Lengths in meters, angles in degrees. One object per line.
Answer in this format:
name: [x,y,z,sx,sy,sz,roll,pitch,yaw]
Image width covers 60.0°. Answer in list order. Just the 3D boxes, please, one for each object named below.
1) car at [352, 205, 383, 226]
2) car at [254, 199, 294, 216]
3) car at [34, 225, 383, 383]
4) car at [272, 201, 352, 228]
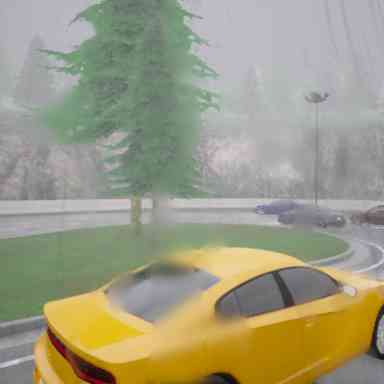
car: [12.067,1.498,20.559,1.812,1.442,4.674,1,0,-20]
car: [8.069,1.424,29.842,5.008,1.535,1.882,0,-1,32]
car: [0.760,1.468,4.259,5.008,1.535,1.882,0,0,-36]
car: [7.545,1.528,21.277,1.994,1.385,4.181,0,0,-33]
